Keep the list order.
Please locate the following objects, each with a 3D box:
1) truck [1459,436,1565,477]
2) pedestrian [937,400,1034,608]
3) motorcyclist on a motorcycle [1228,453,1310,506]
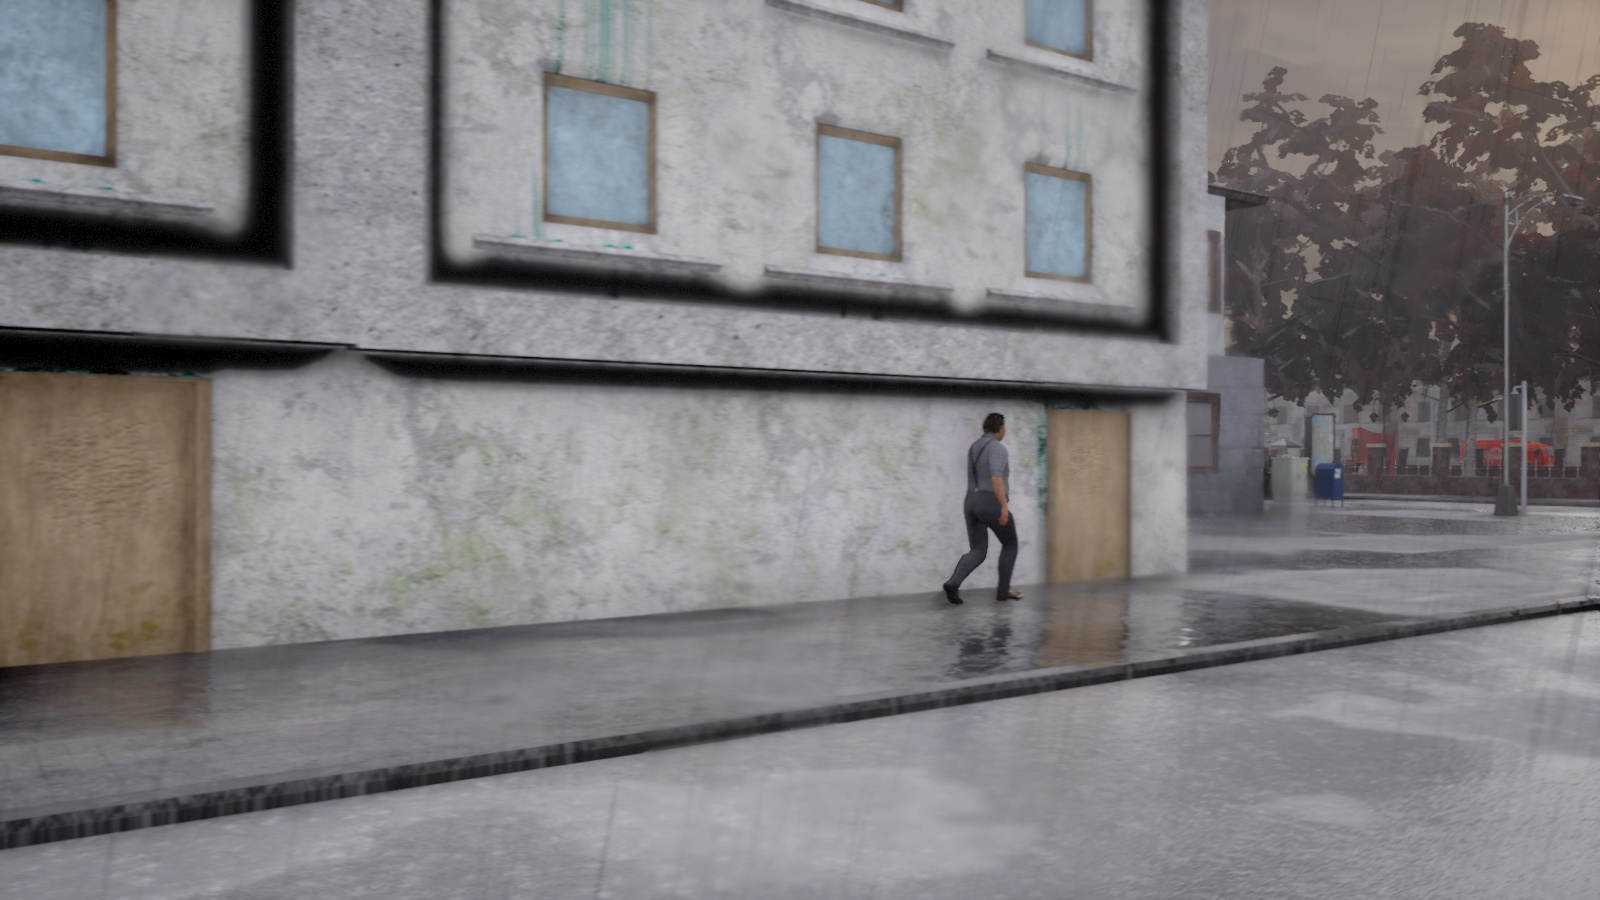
[{"bbox_3d":[44.951,0.392,79.369,2.627,2.467,5.204,0,0,-35],"label":"truck"},{"bbox_3d":[1.709,0.482,11.582,0.694,1.848,0.540,0,0,-34],"label":"pedestrian"},{"bbox_3d":[14.019,0.856,37.600,0.866,1.530,2.191,0,0,-35],"label":"motorcyclist on a motorcycle"}]
